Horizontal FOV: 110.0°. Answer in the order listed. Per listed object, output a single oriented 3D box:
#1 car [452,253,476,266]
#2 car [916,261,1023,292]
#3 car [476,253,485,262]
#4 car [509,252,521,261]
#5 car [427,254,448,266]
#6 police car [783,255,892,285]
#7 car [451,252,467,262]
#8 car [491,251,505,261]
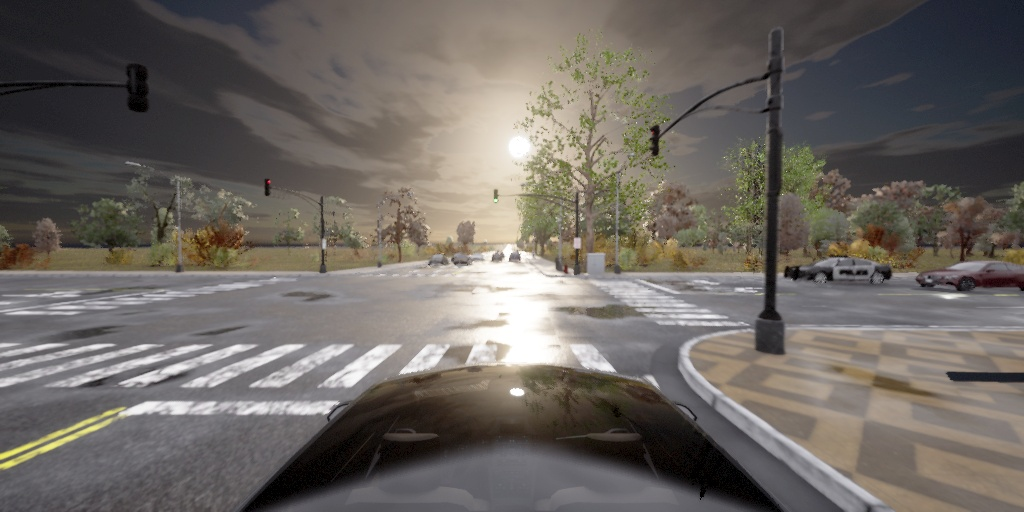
[{"bbox_3d":[-6.308,0.525,46.447,2.033,1.411,5.357,0,1,1],"label":"car"},{"bbox_3d":[22.874,0.956,17.571,4.674,1.442,1.812,0,2,3],"label":"car"},{"bbox_3d":[-5.985,0.204,63.086,1.812,1.442,4.674,0,1,1],"label":"car"},{"bbox_3d":[0.558,0.003,64.668,2.097,1.767,4.553,0,1,1],"label":"car"},{"bbox_3d":[-9.553,0.497,46.718,1.812,1.442,4.674,0,1,1],"label":"car"},{"bbox_3d":[18.848,0.756,20.912,5.238,1.638,1.930,0,2,3],"label":"police car"},{"bbox_3d":[-9.234,0.154,63.114,1.882,1.535,5.008,0,1,1],"label":"car"},{"bbox_3d":[-2.691,0.141,64.755,2.128,1.511,4.902,0,1,1],"label":"car"}]
